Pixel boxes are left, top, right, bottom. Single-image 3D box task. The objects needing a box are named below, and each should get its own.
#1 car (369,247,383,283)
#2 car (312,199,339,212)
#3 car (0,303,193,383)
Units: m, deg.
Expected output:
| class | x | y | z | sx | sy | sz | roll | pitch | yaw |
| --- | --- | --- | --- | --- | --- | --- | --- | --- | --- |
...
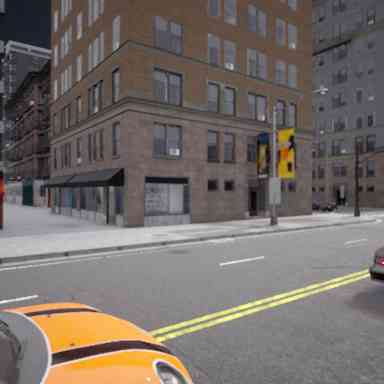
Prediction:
| class | x | y | z | sx | sy | sz | roll | pitch | yaw |
| --- | --- | --- | --- | --- | --- | --- | --- | --- | --- |
| car | 6.447 | 1.548 | 8.236 | 5.357 | 1.411 | 2.033 | 0 | 0 | -37 |
| car | 14.054 | 1.531 | 38.477 | 2.033 | 1.411 | 5.357 | 0 | 0 | -36 |
| car | -2.094 | 1.352 | 1.891 | 4.553 | 1.767 | 2.097 | 0 | 0 | -37 |
